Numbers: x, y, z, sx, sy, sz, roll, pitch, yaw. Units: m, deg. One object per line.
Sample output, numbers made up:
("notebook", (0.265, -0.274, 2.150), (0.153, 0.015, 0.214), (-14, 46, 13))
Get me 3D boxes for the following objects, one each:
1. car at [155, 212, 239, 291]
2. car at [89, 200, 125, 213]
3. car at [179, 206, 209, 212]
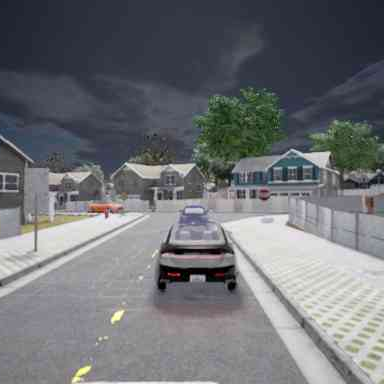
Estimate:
("car", (0.116, 1.528, 9.102), (2.128, 1.511, 4.902), (0, 0, 0))
("car", (-10.278, 1.742, 40.161), (4.553, 1.767, 2.097), (-2, -2, 32))
("car", (0.135, 1.610, 21.729), (1.812, 1.442, 4.674), (0, 0, 0))
